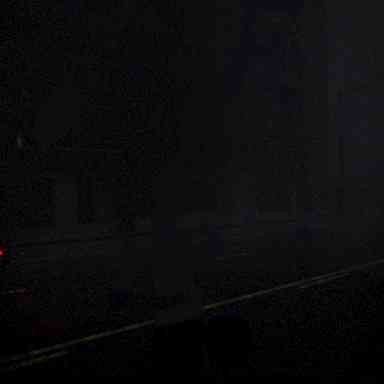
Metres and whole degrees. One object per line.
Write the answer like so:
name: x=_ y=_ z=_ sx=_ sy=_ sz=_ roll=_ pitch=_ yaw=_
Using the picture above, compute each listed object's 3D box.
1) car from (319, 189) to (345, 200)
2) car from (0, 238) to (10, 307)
car: x=18.964 y=0.290 z=45.101 sx=3.806 sy=1.475 sz=1.970 roll=-3 pitch=2 yaw=-35
car: x=-5.569 y=1.562 z=4.315 sx=5.357 sy=1.411 sz=2.033 roll=0 pitch=0 yaw=-36
